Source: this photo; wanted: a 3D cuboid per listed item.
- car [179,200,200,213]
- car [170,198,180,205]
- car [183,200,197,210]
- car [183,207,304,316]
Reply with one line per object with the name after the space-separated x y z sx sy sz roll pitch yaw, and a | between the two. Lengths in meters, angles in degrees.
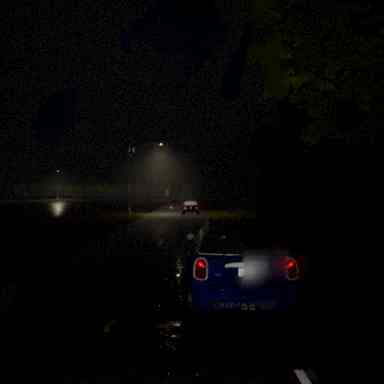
-0.111 1.717 37.202 2.033 1.411 5.357 0 0 0 | car
-3.082 1.772 62.980 1.895 1.301 4.718 0 0 0 | car
-0.204 1.788 46.954 1.895 1.301 4.718 0 0 0 | car
0.924 1.395 7.771 2.097 1.767 4.553 0 0 0 | car
